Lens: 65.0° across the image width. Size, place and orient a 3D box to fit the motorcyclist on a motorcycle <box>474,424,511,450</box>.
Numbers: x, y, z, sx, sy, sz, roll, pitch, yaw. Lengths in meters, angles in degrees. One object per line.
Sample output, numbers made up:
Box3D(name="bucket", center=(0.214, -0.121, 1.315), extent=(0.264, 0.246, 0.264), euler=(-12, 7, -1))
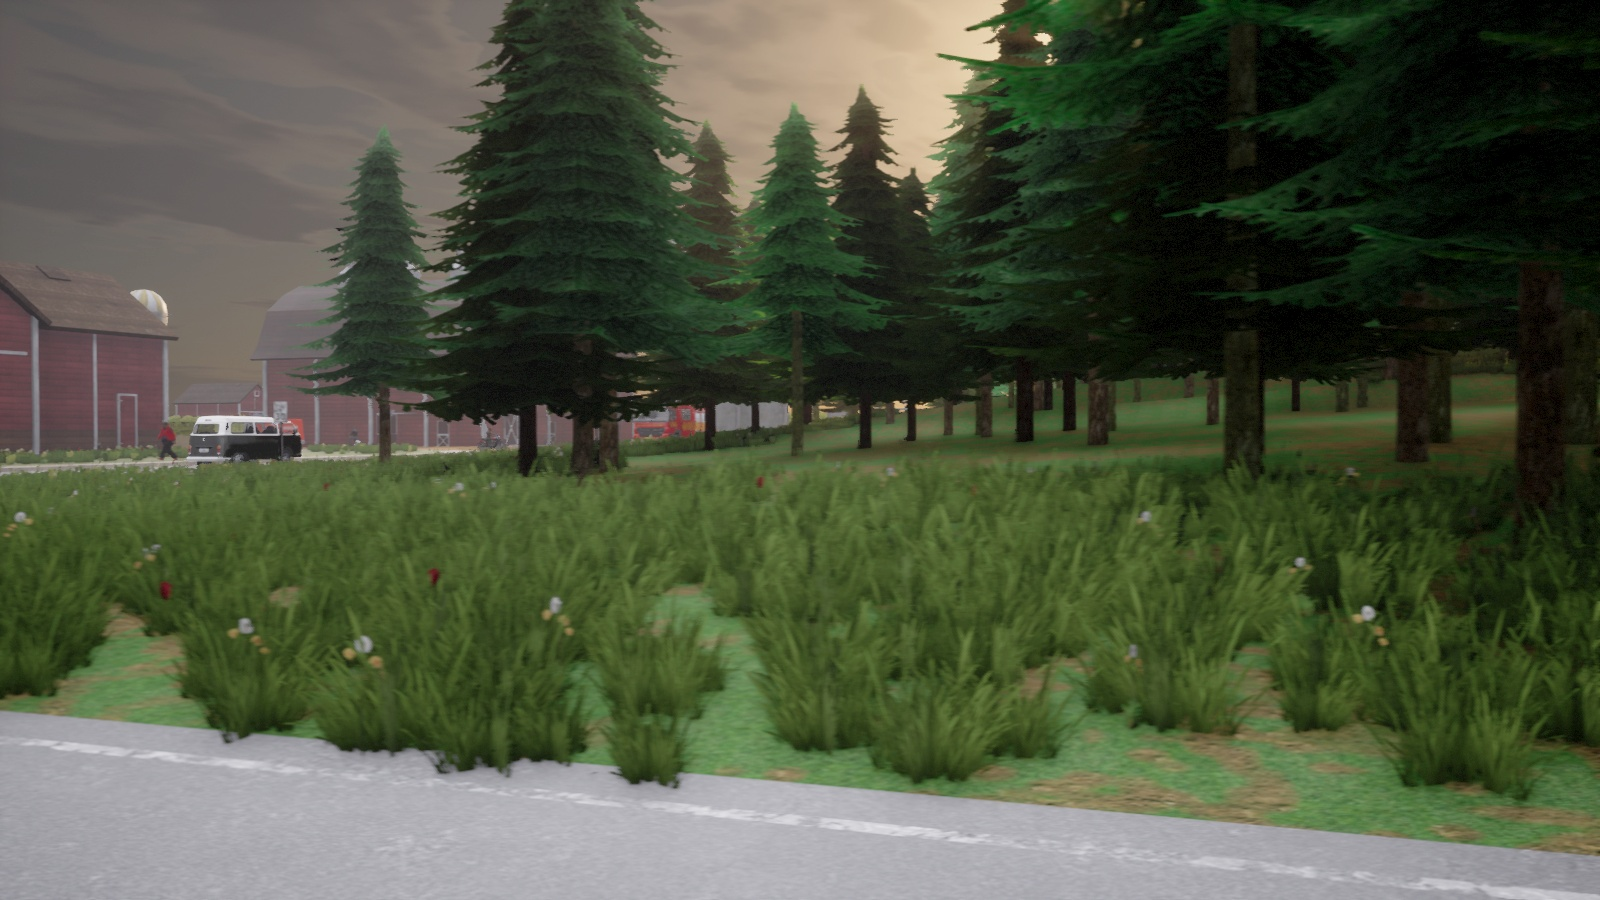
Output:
Box3D(name="motorcyclist on a motorcycle", center=(-19.865, -0.831, 81.100), extent=(2.350, 1.649, 0.766), euler=(1, 0, 28))

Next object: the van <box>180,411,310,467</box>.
Box3D(name="van", center=(-21.237, -0.442, 48.240), extent=(2.069, 2.038, 4.480), euler=(1, 1, 19))

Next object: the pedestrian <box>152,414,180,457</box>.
Box3D(name="pedestrian", center=(-27.676, -0.640, 54.818), extent=(0.634, 1.844, 0.899), euler=(1, 1, 33))

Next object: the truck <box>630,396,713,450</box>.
Box3D(name="truck", center=(-9.487, -2.017, 93.892), extent=(2.891, 3.827, 8.468), euler=(1, 1, 19))
